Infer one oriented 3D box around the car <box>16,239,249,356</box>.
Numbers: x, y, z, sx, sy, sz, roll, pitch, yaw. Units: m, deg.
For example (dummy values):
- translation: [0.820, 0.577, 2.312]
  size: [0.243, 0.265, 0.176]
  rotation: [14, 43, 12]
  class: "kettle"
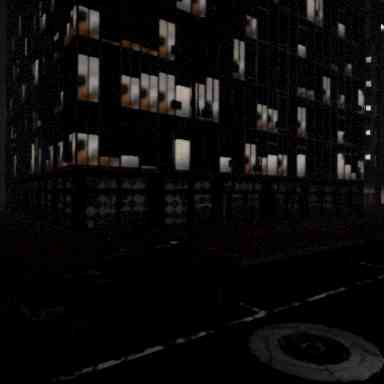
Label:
- translation: [-0.791, 1.563, 5.981]
  size: [4.206, 1.307, 1.802]
  rotation: [0, 1, -35]
  class: "car"
